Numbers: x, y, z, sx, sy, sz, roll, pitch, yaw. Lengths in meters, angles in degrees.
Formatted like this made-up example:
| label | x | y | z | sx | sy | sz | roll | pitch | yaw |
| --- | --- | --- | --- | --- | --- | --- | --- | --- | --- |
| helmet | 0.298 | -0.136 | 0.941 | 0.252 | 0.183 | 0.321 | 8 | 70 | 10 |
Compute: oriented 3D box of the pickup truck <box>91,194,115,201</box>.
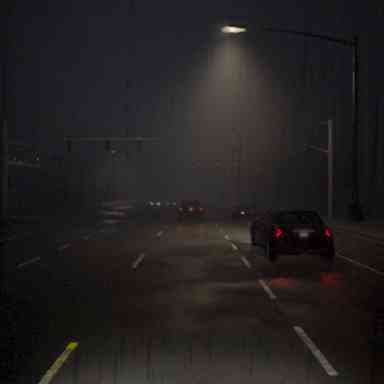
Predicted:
| label | x | y | z | sx | sy | sz | roll | pitch | yaw |
| --- | --- | --- | --- | --- | --- | --- | --- | --- | --- |
| pickup truck | -21.314 | 1.160 | 80.261 | 2.390 | 2.098 | 6.274 | 0 | 0 | 30 |

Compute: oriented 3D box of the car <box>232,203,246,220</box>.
| label | x | y | z | sx | sy | sz | roll | pitch | yaw |
| --- | --- | --- | --- | --- | --- | --- | --- | --- | --- |
| car | 4.750 | 1.599 | 27.675 | 1.994 | 1.385 | 4.181 | 0 | 0 | 24 |

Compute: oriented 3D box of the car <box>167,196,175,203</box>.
| label | x | y | z | sx | sy | sz | roll | pitch | yaw |
| --- | --- | --- | --- | --- | --- | --- | --- | --- | --- |
| car | -4.599 | 1.618 | 74.636 | 1.812 | 1.442 | 4.674 | 0 | 0 | -1 |

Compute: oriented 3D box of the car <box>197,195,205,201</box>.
| label | x | y | z | sx | sy | sz | roll | pitch | yaw |
| --- | --- | --- | --- | --- | --- | --- | --- | --- | --- |
| car | 2.222 | 1.625 | 85.777 | 1.812 | 1.442 | 4.674 | 0 | 0 | -1 |

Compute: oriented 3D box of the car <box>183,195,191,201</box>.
| label | x | y | z | sx | sy | sz | roll | pitch | yaw |
| --- | --- | --- | --- | --- | --- | --- | --- | --- | --- |
| car | -1.277 | 1.578 | 85.691 | 1.882 | 1.535 | 5.008 | 0 | 0 | -1 |

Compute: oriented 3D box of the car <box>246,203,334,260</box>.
| label | x | y | z | sx | sy | sz | roll | pitch | yaw |
| --- | --- | --- | --- | --- | --- | --- | --- | --- | --- |
| car | 3.539 | 1.367 | 12.595 | 2.097 | 1.767 | 4.553 | 0 | 0 | 0 |

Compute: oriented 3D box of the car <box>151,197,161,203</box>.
| label | x | y | z | sx | sy | sz | roll | pitch | yaw |
| --- | --- | --- | --- | --- | --- | --- | --- | --- | --- |
| car | -8.099 | 1.689 | 74.551 | 1.895 | 1.301 | 4.718 | 0 | 0 | -1 |

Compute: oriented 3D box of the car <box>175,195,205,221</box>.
| label | x | y | z | sx | sy | sz | roll | pitch | yaw |
| --- | --- | --- | --- | --- | --- | --- | --- | --- | --- |
| car | -0.097 | 1.386 | 27.602 | 2.097 | 1.767 | 4.553 | 0 | 0 | -1 |
